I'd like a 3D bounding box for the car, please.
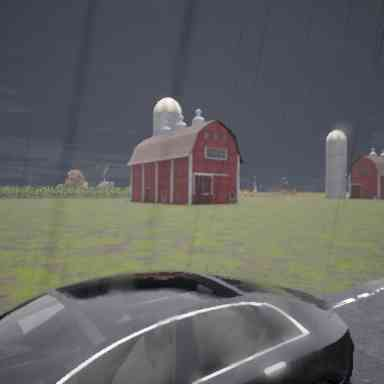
[{"bbox_3d":[-0.638,1.515,2.610,4.892,1.490,1.837,1,-1,-36],"label":"car"}]
